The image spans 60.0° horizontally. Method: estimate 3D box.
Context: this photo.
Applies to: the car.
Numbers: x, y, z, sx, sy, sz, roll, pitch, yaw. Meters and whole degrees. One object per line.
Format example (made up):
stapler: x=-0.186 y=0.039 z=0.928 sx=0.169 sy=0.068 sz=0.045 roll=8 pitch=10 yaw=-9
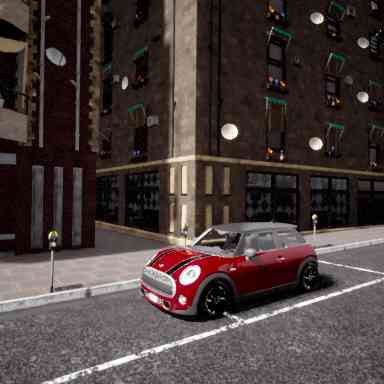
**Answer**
car: x=0.907 y=1.442 z=7.335 sx=4.097 sy=1.590 sz=1.967 roll=0 pitch=1 yaw=-35
